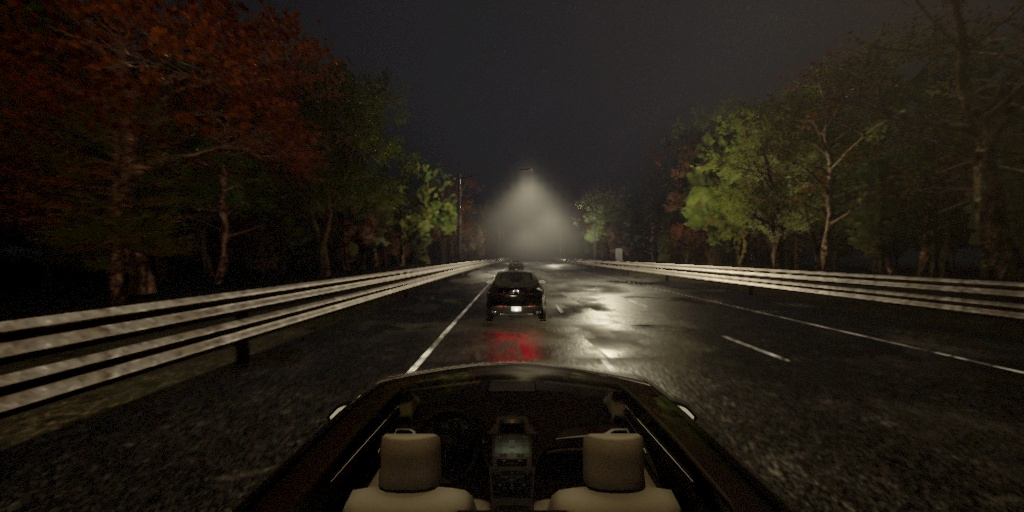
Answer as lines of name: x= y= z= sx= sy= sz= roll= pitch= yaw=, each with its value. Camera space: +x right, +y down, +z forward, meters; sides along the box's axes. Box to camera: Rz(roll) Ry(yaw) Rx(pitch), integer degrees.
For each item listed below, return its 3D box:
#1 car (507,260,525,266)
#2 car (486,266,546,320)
car: x=0.516 y=1.247 z=43.199 sx=1.837 sy=1.490 sz=4.892 roll=0 pitch=0 yaw=1
car: x=0.135 y=1.253 z=12.593 sx=1.837 sy=1.490 sz=4.892 roll=0 pitch=0 yaw=0
